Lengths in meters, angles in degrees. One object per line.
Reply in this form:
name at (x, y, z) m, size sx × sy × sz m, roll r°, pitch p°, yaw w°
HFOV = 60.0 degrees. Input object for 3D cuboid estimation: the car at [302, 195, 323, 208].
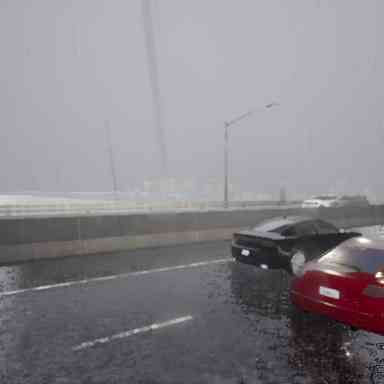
car at (15.868, 1.353, 40.580) m, size 5.566 × 2.045 × 2.150 m, roll 0°, pitch 0°, yaw -34°

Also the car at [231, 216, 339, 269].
car at (3.493, 1.504, 10.513) m, size 5.008 × 1.535 × 1.882 m, roll 0°, pitch 0°, yaw -35°

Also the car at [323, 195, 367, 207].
car at (17.796, 1.352, 37.658) m, size 5.566 × 2.045 × 2.150 m, roll 0°, pitch 0°, yaw -34°

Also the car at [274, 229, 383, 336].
car at (3.845, 1.585, 6.488) m, size 4.181 × 1.385 × 1.994 m, roll 0°, pitch 0°, yaw -35°

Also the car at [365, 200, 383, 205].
car at (20.927, 1.737, 35.554) m, size 4.718 × 1.301 × 1.895 m, roll 0°, pitch 0°, yaw -34°
